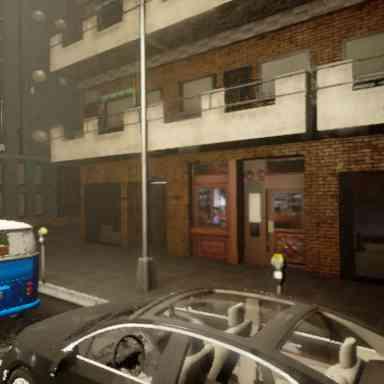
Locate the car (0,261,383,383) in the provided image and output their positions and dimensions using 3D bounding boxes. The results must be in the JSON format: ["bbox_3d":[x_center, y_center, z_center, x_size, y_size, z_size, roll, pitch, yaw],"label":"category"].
[{"bbox_3d":[0.063,1.551,2.843,4.403,1.369,2.008,0,-1,36],"label":"car"}]

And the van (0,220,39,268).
[{"bbox_3d":[-4.478,1.339,6.085,3.998,1.788,1.690,0,-1,36],"label":"van"}]
